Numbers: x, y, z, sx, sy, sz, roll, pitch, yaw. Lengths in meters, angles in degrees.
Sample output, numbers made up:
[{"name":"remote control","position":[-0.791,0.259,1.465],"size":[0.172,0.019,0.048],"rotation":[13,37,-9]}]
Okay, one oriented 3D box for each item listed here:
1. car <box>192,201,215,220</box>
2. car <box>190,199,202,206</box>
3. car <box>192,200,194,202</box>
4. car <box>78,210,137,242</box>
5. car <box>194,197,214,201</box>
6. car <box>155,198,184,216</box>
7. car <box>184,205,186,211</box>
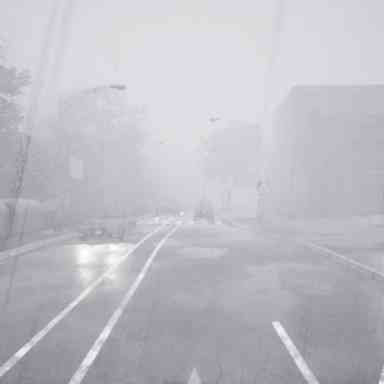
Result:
[{"name":"car","position":[1.118,1.840,30.714],"size":[2.033,1.411,5.357],"rotation":[0,-1,2]},{"name":"car","position":[1.090,2.863,88.669],"size":[2.097,1.535,5.008],"rotation":[1,2,11]},{"name":"car","position":[0.352,3.049,82.572],"size":[2.002,1.452,4.674],"rotation":[-2,1,6]},{"name":"car","position":[-3.966,1.558,16.235],"size":[1.994,1.385,4.181],"rotation":[0,0,2]},{"name":"car","position":[1.826,1.972,49.378],"size":[2.150,2.045,5.566],"rotation":[0,-1,3]},{"name":"car","position":[-2.751,1.723,38.880],"size":[2.150,2.045,5.566],"rotation":[1,-2,8]},{"name":"car","position":[-2.150,2.528,54.433],"size":[1.895,1.301,4.718],"rotation":[0,-1,5]}]
